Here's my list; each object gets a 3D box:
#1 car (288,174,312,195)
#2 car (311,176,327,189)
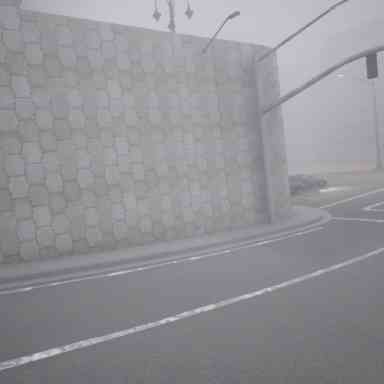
[{"bbox_3d":[7.129,-0.598,27.876,2.097,1.767,4.553,-10,6,-35],"label":"car"},{"bbox_3d":[9.929,-0.900,29.965,1.994,1.385,4.181,-10,6,-34],"label":"car"}]
